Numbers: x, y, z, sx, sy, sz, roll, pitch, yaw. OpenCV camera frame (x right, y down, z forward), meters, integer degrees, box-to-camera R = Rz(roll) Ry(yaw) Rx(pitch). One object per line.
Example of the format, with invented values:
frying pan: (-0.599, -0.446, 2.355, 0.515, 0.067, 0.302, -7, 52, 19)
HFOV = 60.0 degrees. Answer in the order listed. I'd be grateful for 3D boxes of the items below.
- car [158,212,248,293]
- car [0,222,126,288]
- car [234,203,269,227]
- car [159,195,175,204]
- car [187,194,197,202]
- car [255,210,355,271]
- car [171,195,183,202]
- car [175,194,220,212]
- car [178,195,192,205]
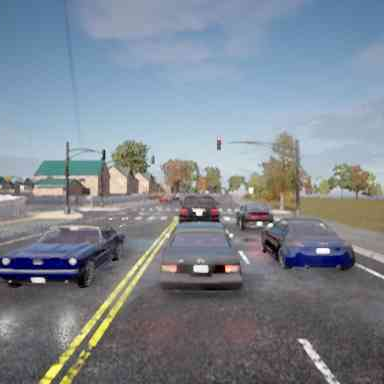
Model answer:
car: (0.204, 1.508, 8.890, 2.033, 1.411, 5.357, 0, 0, 1)
car: (-3.233, 1.560, 9.273, 1.895, 1.301, 4.718, 0, 0, 1)
car: (3.689, 1.420, 19.992, 1.837, 1.490, 4.892, 0, 0, 3)
car: (-4.466, 1.415, 57.031, 1.895, 1.301, 4.718, 0, 0, 4)
car: (0.029, 1.261, 72.407, 1.882, 1.535, 5.008, 0, 0, 5)
car: (3.496, 1.516, 10.800, 1.994, 1.385, 4.181, 0, 0, 1)
car: (-3.248, 1.383, 72.225, 1.895, 1.301, 4.718, 0, 0, 5)
car: (0.422, 1.142, 19.135, 2.150, 2.045, 5.566, 0, 0, 1)
car: (-1.196, 1.288, 57.146, 1.882, 1.535, 5.008, 0, 0, 4)
